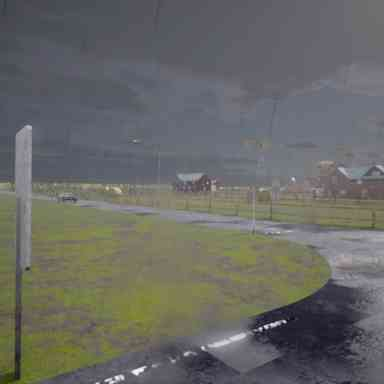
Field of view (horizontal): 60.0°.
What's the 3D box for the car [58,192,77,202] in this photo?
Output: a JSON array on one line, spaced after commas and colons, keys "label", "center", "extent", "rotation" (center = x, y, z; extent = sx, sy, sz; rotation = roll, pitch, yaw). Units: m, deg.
[{"label": "car", "center": [-18.710, 0.719, 49.878], "extent": [1.994, 1.385, 4.181], "rotation": [1, 1, -36]}]
